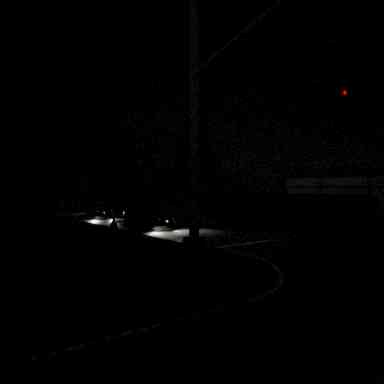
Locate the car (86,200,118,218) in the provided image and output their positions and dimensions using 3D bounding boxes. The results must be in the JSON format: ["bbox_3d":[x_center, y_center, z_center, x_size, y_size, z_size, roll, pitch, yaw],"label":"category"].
[{"bbox_3d":[-8.424,1.505,30.059,1.837,1.490,4.892,0,0,-26],"label":"car"}]

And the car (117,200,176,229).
[{"bbox_3d":[-2.897,1.505,21.814,1.837,1.490,4.892,0,0,-36],"label":"car"}]
